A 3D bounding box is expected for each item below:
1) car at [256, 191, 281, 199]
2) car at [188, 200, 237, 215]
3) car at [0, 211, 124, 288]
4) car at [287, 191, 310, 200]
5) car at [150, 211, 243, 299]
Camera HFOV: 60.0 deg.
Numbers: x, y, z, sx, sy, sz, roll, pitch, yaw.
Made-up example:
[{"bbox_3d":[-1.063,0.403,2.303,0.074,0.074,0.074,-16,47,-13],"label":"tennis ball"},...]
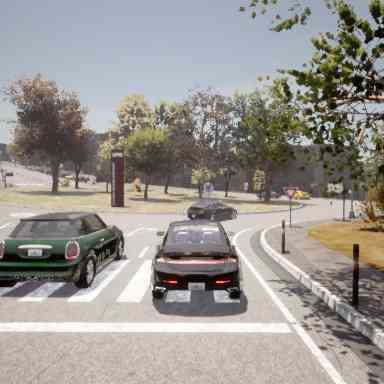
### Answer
[{"bbox_3d":[14.650,0.525,63.920,2.033,1.411,5.357,-1,3,-29],"label":"car"},{"bbox_3d":[1.631,1.417,25.431,1.837,1.490,4.892,2,1,38],"label":"car"},{"bbox_3d":[-3.346,1.319,9.310,2.097,1.767,4.553,0,0,1],"label":"car"},{"bbox_3d":[19.394,0.560,60.856,1.882,1.535,5.008,-1,2,-20],"label":"car"},{"bbox_3d":[0.097,1.463,8.377,2.128,1.511,4.902,0,0,0],"label":"car"}]
